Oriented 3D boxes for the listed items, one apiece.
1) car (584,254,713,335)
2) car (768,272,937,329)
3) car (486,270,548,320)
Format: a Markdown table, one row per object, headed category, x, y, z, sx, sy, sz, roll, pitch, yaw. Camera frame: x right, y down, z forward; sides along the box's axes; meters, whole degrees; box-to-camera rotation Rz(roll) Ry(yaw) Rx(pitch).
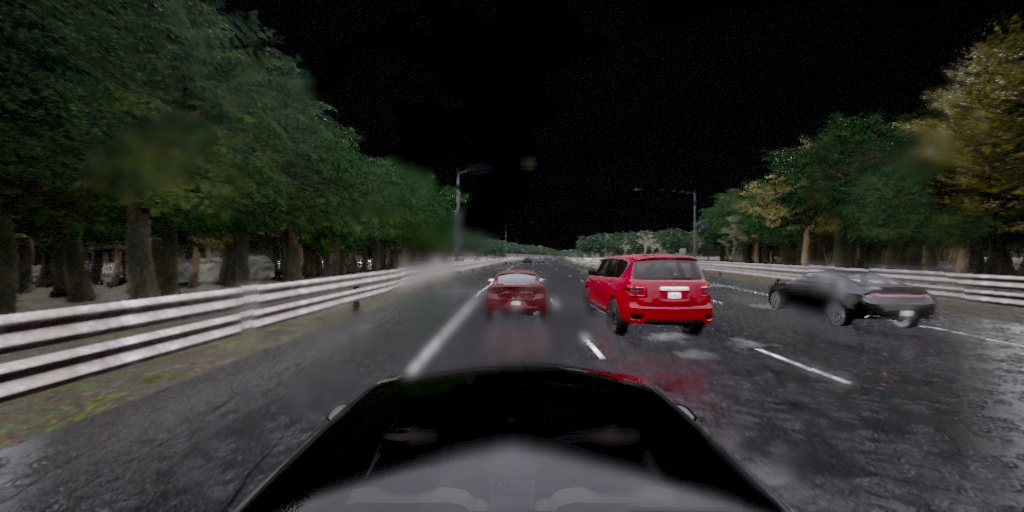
| category | x | y | z | sx | sy | sz | roll | pitch | yaw |
| --- | --- | --- | --- | --- | --- | --- | --- | --- | --- |
| car | 3.653 | 0.969 | 10.685 | 2.150 | 2.045 | 5.566 | 0 | 0 | 0 |
| car | 10.214 | 1.242 | 11.349 | 2.128 | 1.511 | 4.902 | 0 | 0 | 8 |
| car | 0.178 | 1.222 | 12.724 | 1.882 | 1.535 | 5.008 | 0 | 0 | 1 |
